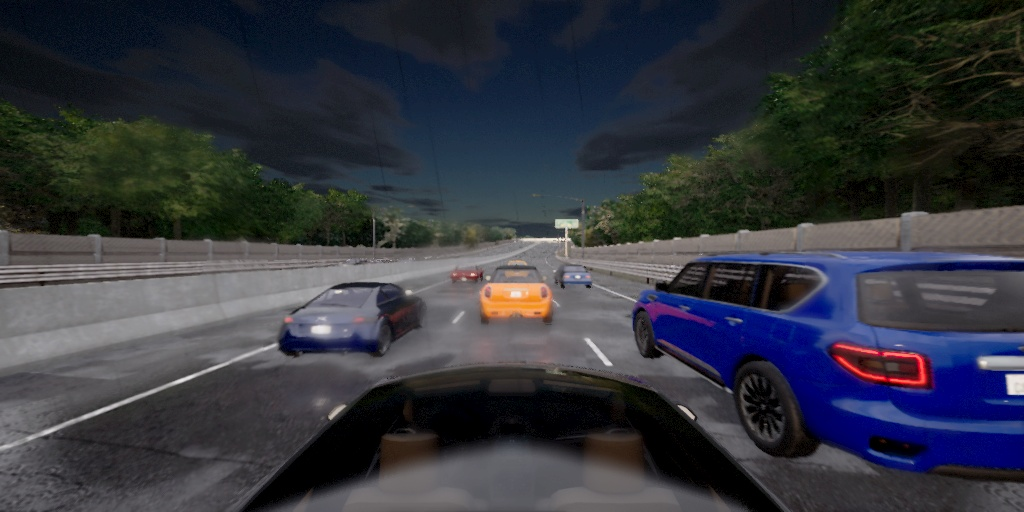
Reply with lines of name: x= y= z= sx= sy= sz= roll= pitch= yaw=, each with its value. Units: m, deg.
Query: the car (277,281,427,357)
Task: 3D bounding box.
car: x=-3.396 y=1.283 z=8.447 sx=1.994 sy=1.385 sz=4.181 roll=0 pitch=0 yaw=1

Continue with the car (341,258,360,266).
car: x=-20.199 y=1.066 z=46.284 sx=2.128 sy=1.511 sz=4.902 roll=0 pitch=0 yaw=3

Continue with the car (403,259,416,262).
car: x=-13.240 y=1.130 z=45.417 sx=2.033 sy=1.411 sz=5.357 roll=0 pitch=0 yaw=2

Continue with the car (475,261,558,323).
car: x=0.147 y=1.060 z=12.001 sx=2.097 sy=1.767 sz=4.553 roll=0 pitch=0 yaw=1

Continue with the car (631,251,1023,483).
car: x=3.571 y=0.959 z=5.163 sx=2.150 sy=2.045 sz=5.566 roll=0 pitch=1 yaw=0

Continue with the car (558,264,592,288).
car: x=3.780 y=1.221 z=22.785 sx=2.033 sy=1.411 sz=5.357 roll=0 pitch=0 yaw=1

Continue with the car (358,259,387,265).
car: x=-16.775 y=1.183 z=44.548 sx=1.895 sy=1.301 sz=4.718 roll=0 pitch=0 yaw=2

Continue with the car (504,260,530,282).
car: x=0.438 y=1.127 z=29.171 sx=1.882 sy=1.535 sz=5.008 roll=0 pitch=0 yaw=2

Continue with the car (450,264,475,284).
car: x=-3.136 y=1.259 z=26.147 sx=1.895 sy=1.301 sz=4.718 roll=0 pitch=0 yaw=1
